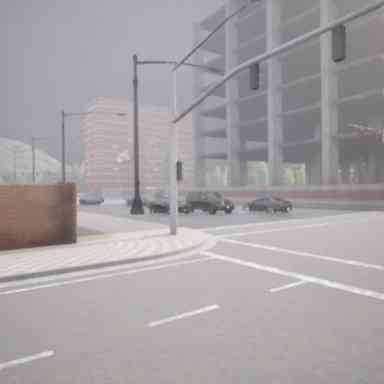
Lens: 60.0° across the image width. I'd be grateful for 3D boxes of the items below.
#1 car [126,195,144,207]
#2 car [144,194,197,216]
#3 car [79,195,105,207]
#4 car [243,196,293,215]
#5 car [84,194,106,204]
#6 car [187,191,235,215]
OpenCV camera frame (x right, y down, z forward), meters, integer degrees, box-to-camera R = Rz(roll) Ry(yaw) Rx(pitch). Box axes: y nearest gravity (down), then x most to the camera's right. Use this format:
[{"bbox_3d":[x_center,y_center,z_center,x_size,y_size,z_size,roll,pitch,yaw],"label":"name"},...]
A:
[{"bbox_3d":[-6.839,1.206,42.330,1.837,1.490,4.892,-1,1,-35],"label":"car"},{"bbox_3d":[-2.007,1.236,29.317,1.882,1.535,5.008,-1,1,-35],"label":"car"},{"bbox_3d":[-14.454,1.233,47.149,1.882,1.535,5.008,-1,1,-35],"label":"car"},{"bbox_3d":[6.606,1.150,29.570,1.837,1.490,4.892,-1,1,-35],"label":"car"},{"bbox_3d":[-16.507,1.157,56.310,2.033,1.411,5.357,-1,1,-35],"label":"car"},{"bbox_3d":[1.468,0.926,30.450,2.150,2.045,5.566,-1,1,-35],"label":"car"}]
